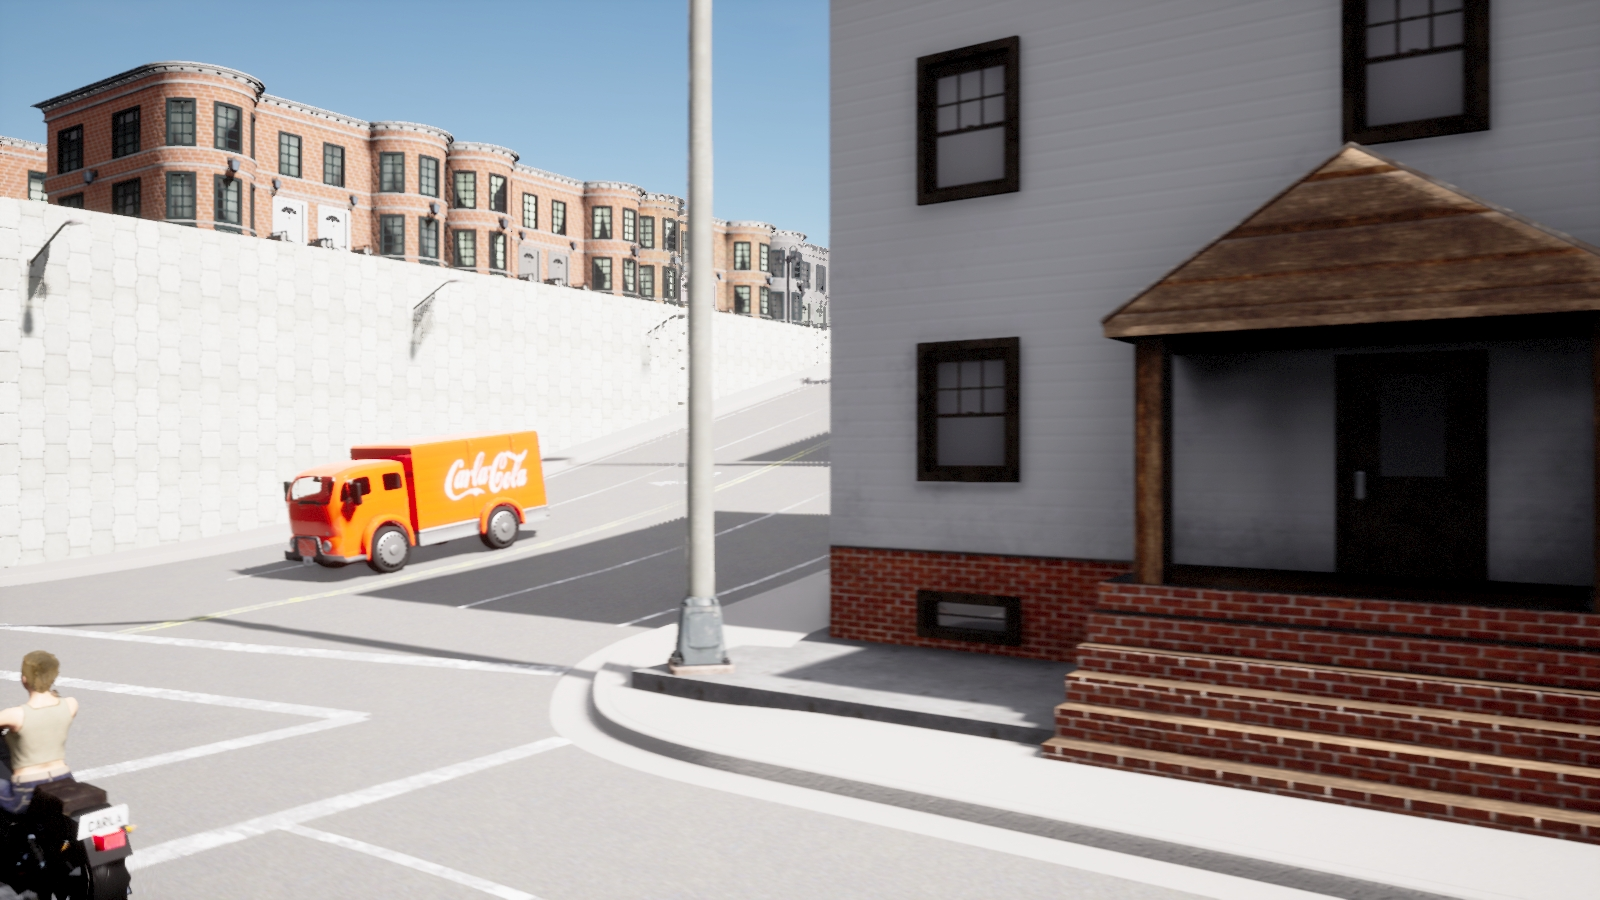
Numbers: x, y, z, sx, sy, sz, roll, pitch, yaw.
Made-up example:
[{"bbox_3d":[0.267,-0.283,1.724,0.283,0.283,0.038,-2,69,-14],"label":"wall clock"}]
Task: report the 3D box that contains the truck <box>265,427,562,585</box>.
[{"bbox_3d":[-7.978,1.015,24.162,2.627,2.467,5.204,0,6,35],"label":"truck"}]
